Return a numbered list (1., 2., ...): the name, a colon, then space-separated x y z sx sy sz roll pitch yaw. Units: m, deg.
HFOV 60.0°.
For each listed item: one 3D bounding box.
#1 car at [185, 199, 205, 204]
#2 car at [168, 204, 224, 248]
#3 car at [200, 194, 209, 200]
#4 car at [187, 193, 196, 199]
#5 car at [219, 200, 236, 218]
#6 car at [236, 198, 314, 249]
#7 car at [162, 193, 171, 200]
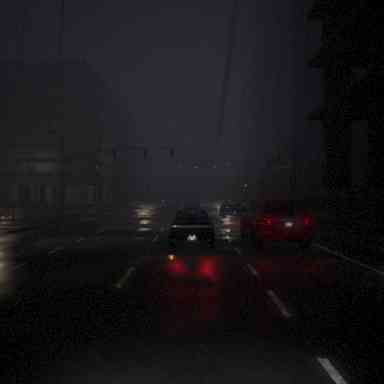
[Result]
1. car: 0.000 1.571 29.652 1.994 1.385 4.181 0 0 0
2. car: 0.000 1.493 14.650 2.128 1.511 4.902 0 0 0
3. car: 3.440 1.313 87.341 2.097 1.767 4.553 0 0 1
4. car: -0.062 1.184 87.214 2.150 2.045 5.566 0 0 1
5. car: 3.500 1.494 29.652 2.128 1.511 4.902 0 0 0
6. car: 3.500 1.256 14.680 2.150 2.045 5.566 0 0 0
7. car: -7.000 1.168 92.235 2.150 2.045 5.566 0 0 1
